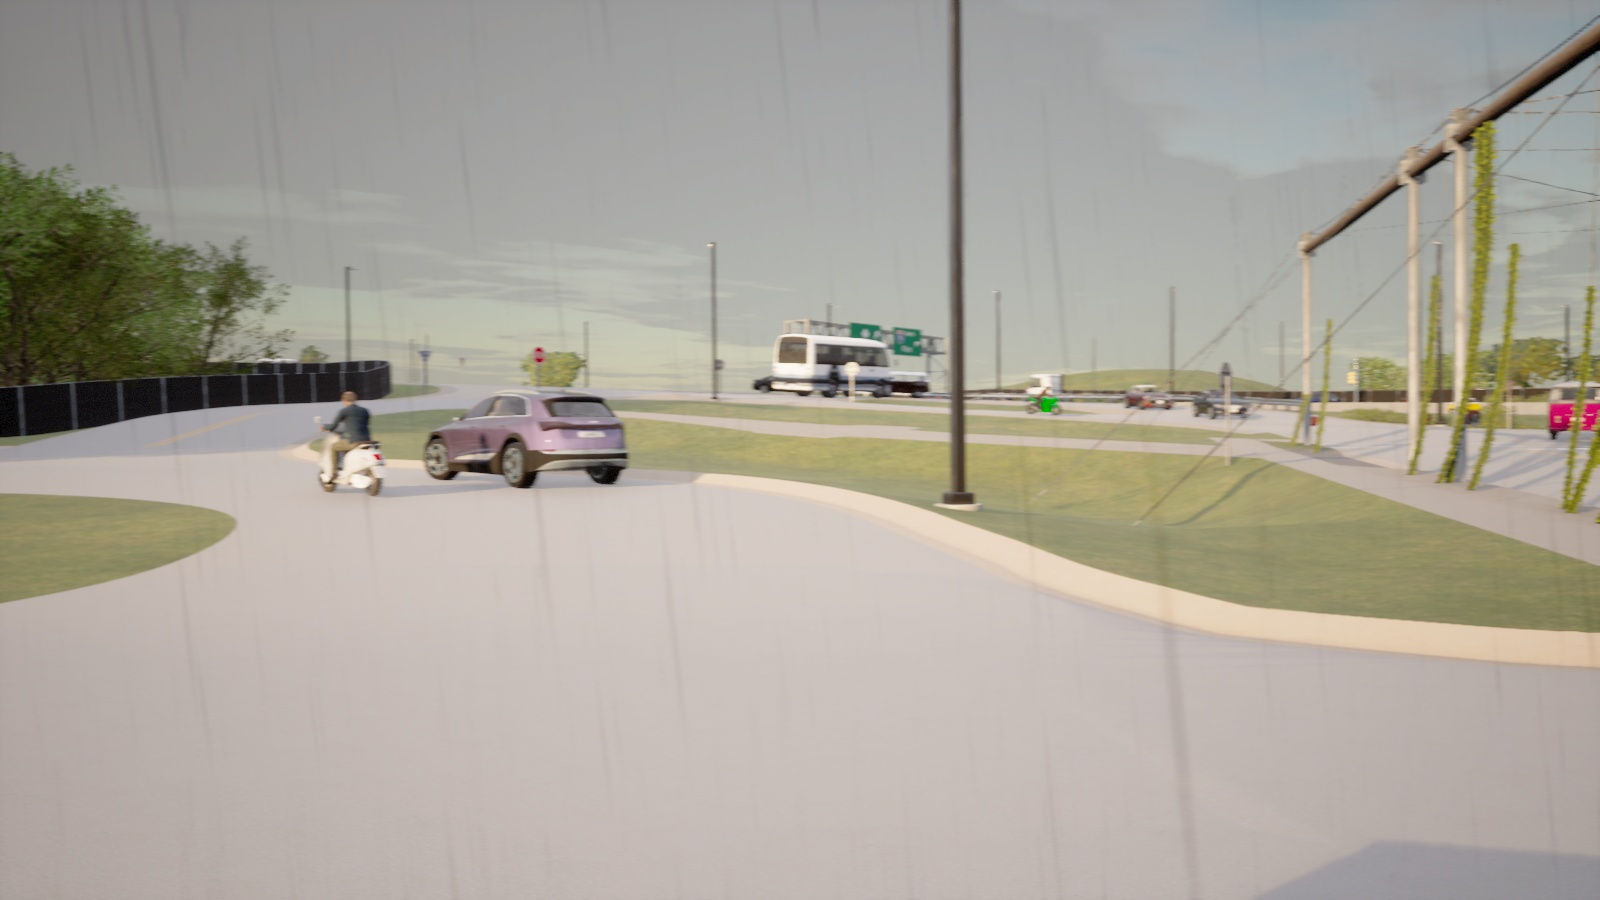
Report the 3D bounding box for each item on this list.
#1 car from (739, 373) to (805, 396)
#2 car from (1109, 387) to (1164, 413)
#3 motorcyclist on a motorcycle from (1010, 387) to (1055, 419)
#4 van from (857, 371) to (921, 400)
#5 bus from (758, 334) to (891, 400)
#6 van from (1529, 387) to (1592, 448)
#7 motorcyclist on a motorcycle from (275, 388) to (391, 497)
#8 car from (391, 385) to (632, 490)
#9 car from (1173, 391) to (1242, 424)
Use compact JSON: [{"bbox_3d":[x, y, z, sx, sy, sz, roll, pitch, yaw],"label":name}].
[{"bbox_3d":[-2.192,-5.149,98.949,5.008,1.535,1.882,3,2,6],"label":"car"},{"bbox_3d":[20.764,-3.096,77.703,1.970,1.475,3.806,0,4,-7],"label":"car"},{"bbox_3d":[11.883,-2.411,64.269,2.044,1.523,0.797,4,3,37],"label":"motorcyclist on a motorcycle"},{"bbox_3d":[6.907,-4.988,97.653,4.480,2.038,2.069,2,3,-11],"label":"van"},{"bbox_3d":[1.891,-5.808,89.064,3.944,4.253,10.273,6,5,37],"label":"bus"},{"bbox_3d":[26.952,-1.199,44.469,1.775,1.987,4.442,1,3,32],"label":"van"},{"bbox_3d":[-7.179,-0.149,19.274,1.817,1.590,0.866,2,4,41],"label":"motorcyclist on a motorcycle"},{"bbox_3d":[-5.204,-0.283,22.168,2.033,1.649,4.856,-1,2,-42],"label":"car"},{"bbox_3d":[21.088,-2.242,65.203,2.128,1.511,4.902,0,4,1],"label":"car"}]
